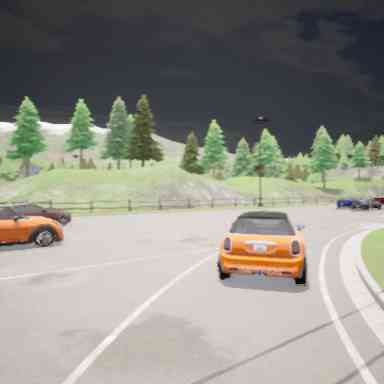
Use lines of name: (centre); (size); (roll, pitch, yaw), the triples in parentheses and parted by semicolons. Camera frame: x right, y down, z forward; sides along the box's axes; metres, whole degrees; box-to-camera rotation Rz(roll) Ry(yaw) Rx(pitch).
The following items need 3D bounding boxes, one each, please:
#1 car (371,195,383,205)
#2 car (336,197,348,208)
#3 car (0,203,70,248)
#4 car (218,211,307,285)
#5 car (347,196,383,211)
car: (33.534, 1.379, 58.492); (5.008, 1.535, 1.882); (0, 0, -38)
car: (21.168, 1.389, 44.225); (5.008, 1.535, 1.882); (0, 0, -38)
car: (-7.468, 1.278, 12.876); (4.553, 1.767, 2.097); (0, 0, -38)
car: (2.183, 1.322, 9.760); (2.097, 1.767, 4.553); (0, 0, 16)
car: (20.737, 1.453, 39.439); (4.674, 1.442, 1.812); (0, 0, -38)
